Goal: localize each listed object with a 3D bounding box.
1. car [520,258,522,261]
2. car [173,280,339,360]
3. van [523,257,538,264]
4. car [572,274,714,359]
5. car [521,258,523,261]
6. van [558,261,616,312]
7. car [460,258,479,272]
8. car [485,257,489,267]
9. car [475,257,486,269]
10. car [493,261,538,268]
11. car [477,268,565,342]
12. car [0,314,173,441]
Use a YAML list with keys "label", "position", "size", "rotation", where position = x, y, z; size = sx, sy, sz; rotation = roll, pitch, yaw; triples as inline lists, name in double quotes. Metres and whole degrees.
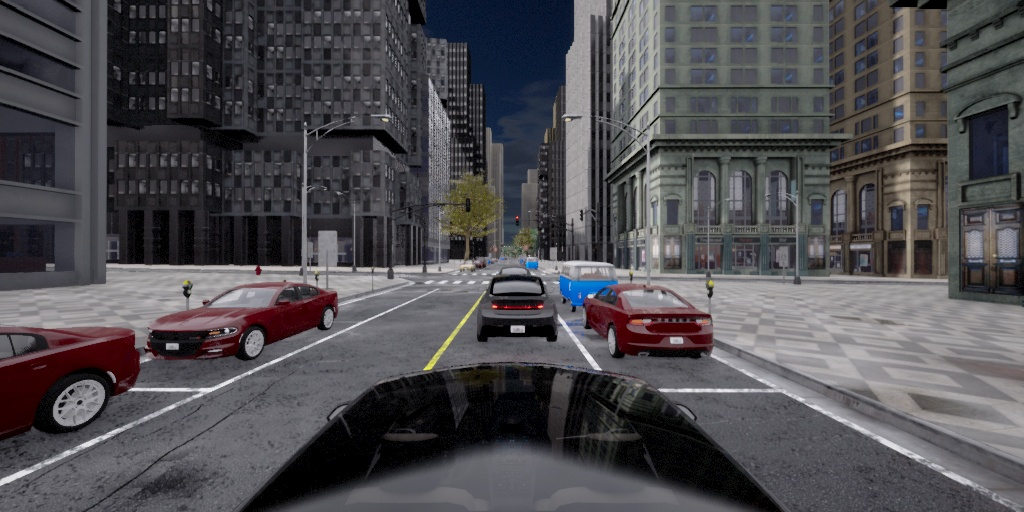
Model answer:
- label: "car"
  position: [2.897, 1.329, 62.633]
  size: [1.888, 1.381, 4.507]
  rotation: [0, 0, 0]
- label: "car"
  position: [-5.765, 1.295, 8.335]
  size: [1.888, 1.381, 4.507]
  rotation: [0, 0, 0]
- label: "van"
  position: [2.874, 1.114, 51.807]
  size: [1.690, 1.789, 3.998]
  rotation: [0, 0, 0]
- label: "car"
  position: [2.790, 1.295, 8.298]
  size: [1.888, 1.381, 4.507]
  rotation: [0, 0, 0]
- label: "car"
  position: [2.886, 1.344, 57.220]
  size: [1.948, 1.339, 4.313]
  rotation: [0, 0, 0]
- label: "van"
  position: [2.803, 1.092, 13.823]
  size: [1.690, 1.789, 3.998]
  rotation: [0, 0, 0]
- label: "car"
  position: [-5.670, 1.294, 46.258]
  size: [1.751, 1.417, 4.829]
  rotation: [0, 0, 0]
- label: "car"
  position: [-5.628, 1.098, 62.297]
  size: [2.192, 1.841, 5.009]
  rotation: [0, 0, 0]
- label: "car"
  position: [-5.640, 1.323, 57.008]
  size: [1.888, 1.381, 4.507]
  rotation: [0, 0, 0]
- label: "car"
  position: [0.134, 1.231, 18.950]
  size: [1.882, 1.535, 5.008]
  rotation: [0, 0, 0]
- label: "car"
  position: [0.119, 1.256, 9.774]
  size: [1.837, 1.490, 4.892]
  rotation: [0, 0, 0]
- label: "car"
  position: [-5.776, 1.295, 2.810]
  size: [1.888, 1.381, 4.507]
  rotation: [0, 0, 0]
